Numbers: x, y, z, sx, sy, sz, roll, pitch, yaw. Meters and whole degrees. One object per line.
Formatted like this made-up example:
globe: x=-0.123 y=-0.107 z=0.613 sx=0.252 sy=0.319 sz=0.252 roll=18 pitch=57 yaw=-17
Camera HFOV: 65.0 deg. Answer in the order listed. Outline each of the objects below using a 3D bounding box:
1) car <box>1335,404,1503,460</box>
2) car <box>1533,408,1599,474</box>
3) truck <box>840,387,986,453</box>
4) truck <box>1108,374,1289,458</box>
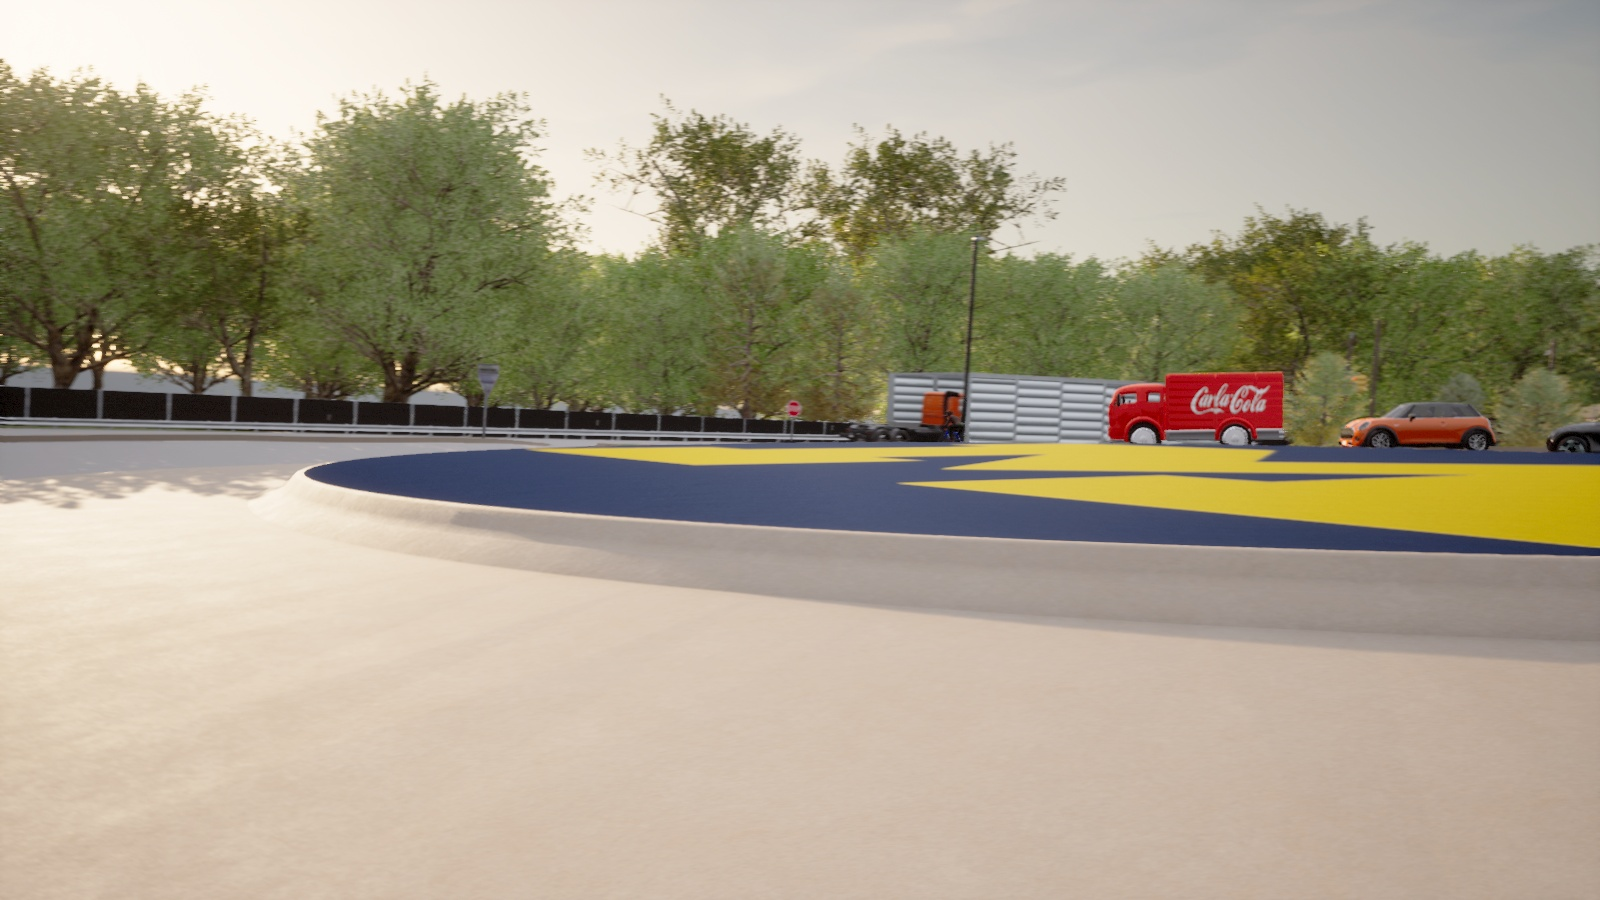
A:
car: x=20.600 y=-0.630 z=41.989 sx=4.553 sy=1.767 sz=2.097 roll=1 pitch=2 yaw=6
car: x=21.508 y=-0.161 z=31.571 sx=2.033 sy=1.649 sz=4.856 roll=3 pitch=0 yaw=-30
truck: x=6.511 y=-1.701 z=72.014 sx=7.936 sy=3.462 sz=2.891 roll=1 pitch=3 yaw=-30
truck: x=12.337 y=-1.010 z=39.012 sx=5.204 sy=2.467 sz=2.627 roll=0 pitch=0 yaw=18
